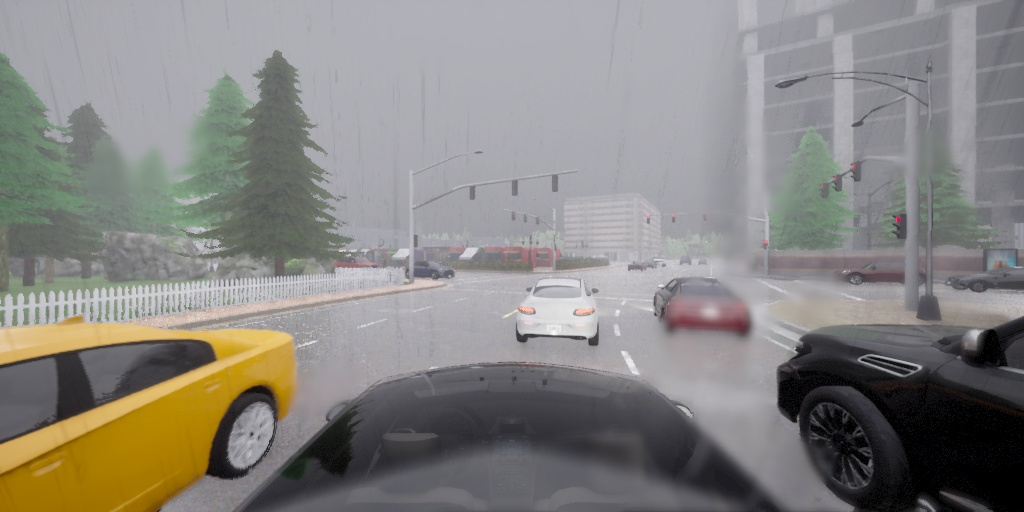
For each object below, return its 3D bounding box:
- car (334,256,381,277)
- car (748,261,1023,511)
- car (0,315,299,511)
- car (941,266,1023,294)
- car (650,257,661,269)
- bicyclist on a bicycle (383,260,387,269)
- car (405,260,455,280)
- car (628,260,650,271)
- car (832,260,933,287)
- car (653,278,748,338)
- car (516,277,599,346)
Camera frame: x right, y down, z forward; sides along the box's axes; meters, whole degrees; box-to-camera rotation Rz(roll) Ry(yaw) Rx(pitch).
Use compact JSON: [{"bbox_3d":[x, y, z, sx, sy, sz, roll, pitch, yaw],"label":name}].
[{"bbox_3d":[-15.911,1.023,36.844,5.566,2.045,2.150,0,0,30],"label":"car"},{"bbox_3d":[3.737,0.971,1.199,2.150,2.045,5.566,0,0,0],"label":"car"},{"bbox_3d":[-3.405,1.228,1.929,1.882,1.535,5.008,0,0,3],"label":"car"},{"bbox_3d":[28.011,1.330,20.151,4.674,1.442,1.812,0,0,29],"label":"car"},{"bbox_3d":[22.119,1.296,57.684,2.033,1.411,5.357,0,0,30],"label":"car"},{"bbox_3d":[-15.714,1.257,44.291,0.582,1.620,1.656,0,0,-22],"label":"bicyclist on a bicycle"},{"bbox_3d":[-7.306,1.157,31.952,4.553,1.767,2.097,0,0,30],"label":"car"},{"bbox_3d":[17.027,1.349,48.592,1.895,1.301,4.718,0,0,29],"label":"car"},{"bbox_3d":[25.926,1.156,25.385,4.553,1.767,2.097,0,0,30],"label":"car"},{"bbox_3d":[5.301,1.314,10.427,1.994,1.385,4.181,0,0,17],"label":"car"},{"bbox_3d":[1.279,1.275,9.421,1.812,1.442,4.674,0,0,11],"label":"car"}]
